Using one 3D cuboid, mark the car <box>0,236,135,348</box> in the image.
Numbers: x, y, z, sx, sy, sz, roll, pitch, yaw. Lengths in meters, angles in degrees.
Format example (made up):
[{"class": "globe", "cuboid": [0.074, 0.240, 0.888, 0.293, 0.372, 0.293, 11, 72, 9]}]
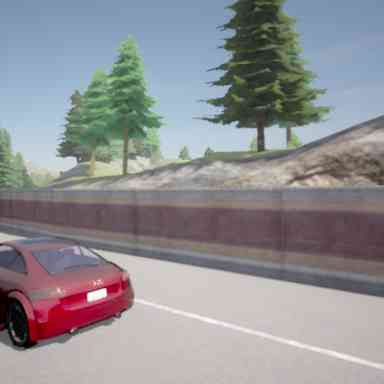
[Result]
[{"class": "car", "cuboid": [-3.052, 1.561, 6.369, 4.181, 1.385, 1.994, 0, 0, 38]}]
